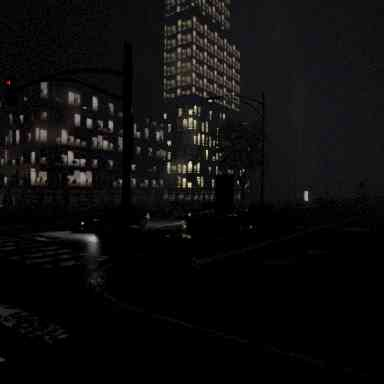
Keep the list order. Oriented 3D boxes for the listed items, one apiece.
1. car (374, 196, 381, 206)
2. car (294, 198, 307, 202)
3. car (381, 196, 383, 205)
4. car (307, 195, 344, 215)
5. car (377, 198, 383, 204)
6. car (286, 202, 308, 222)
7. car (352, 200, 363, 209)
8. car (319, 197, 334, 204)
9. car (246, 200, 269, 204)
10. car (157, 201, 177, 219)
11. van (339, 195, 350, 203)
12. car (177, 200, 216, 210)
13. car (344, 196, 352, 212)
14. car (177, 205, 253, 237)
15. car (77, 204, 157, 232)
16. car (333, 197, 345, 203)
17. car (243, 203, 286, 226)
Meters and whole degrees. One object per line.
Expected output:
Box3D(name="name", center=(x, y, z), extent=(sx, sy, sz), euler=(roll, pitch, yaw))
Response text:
Box3D(name="car", center=(35.028, 1.941, 64.756), extent=(1.752, 1.417, 4.829), euler=(1, 0, 36))
Box3D(name="car", center=(18.188, 1.727, 56.071), extent=(1.752, 1.417, 4.829), euler=(1, 0, 36))
Box3D(name="car", center=(41.529, 1.784, 73.548), extent=(2.192, 1.841, 5.009), euler=(1, 0, 36))
Box3D(name="car", center=(15.202, 1.569, 37.786), extent=(2.192, 1.841, 5.009), euler=(1, 0, 36))
Box3D(name="car", center=(44.825, 2.047, 78.012), extent=(2.008, 1.369, 4.403), euler=(1, 0, 36))
Box3D(name="car", center=(7.963, 1.779, 27.922), extent=(1.802, 1.307, 4.206), euler=(1, 0, 36))
Box3D(name="car", center=(25.030, 1.774, 51.228), extent=(1.967, 1.590, 4.097), euler=(1, 0, 36))
Box3D(name="car", center=(28.187, 1.849, 69.599), extent=(1.947, 1.339, 4.313), euler=(1, 0, 36))
Box3D(name="car", center=(7.201, 1.628, 36.820), extent=(2.128, 1.511, 4.902), euler=(1, 0, 37))
Box3D(name="car", center=(-1.609, 1.481, 29.500), extent=(1.967, 1.590, 4.097), euler=(1, 0, 36))
Box3D(name="van", center=(38.087, 1.707, 82.991), extent=(1.690, 1.788, 3.998), euler=(1, 0, 36))
Box3D(name="car", center=(1.269, 1.580, 28.809), extent=(2.128, 1.511, 4.902), euler=(1, 0, 37))
Box3D(name="car", center=(18.474, 1.721, 42.271), extent=(1.967, 1.590, 4.097), euler=(1, 0, 36))
Box3D(name="car", center=(1.448, 1.696, 19.106), extent=(2.008, 1.369, 4.403), euler=(1, 0, 36))
Box3D(name="car", center=(-4.729, 1.548, 20.698), extent=(1.837, 1.490, 4.892), euler=(1, 0, 36))
Box3D(name="car", center=(34.685, 1.862, 78.391), extent=(1.752, 1.417, 4.829), euler=(1, 0, 36))
Box3D(name="car", center=(4.707, 1.737, 23.514), extent=(1.947, 1.339, 4.313), euler=(1, 0, 36))
